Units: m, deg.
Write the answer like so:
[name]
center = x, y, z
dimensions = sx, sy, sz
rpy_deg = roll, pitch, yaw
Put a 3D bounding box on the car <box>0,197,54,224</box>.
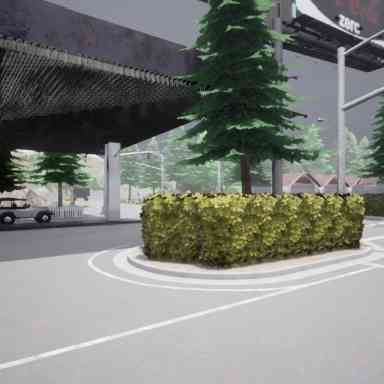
[car]
center = -11.963, 1.313, 23.490
dimensions = 3.866, 1.878, 1.905
rpy_deg = 0, 0, -36
